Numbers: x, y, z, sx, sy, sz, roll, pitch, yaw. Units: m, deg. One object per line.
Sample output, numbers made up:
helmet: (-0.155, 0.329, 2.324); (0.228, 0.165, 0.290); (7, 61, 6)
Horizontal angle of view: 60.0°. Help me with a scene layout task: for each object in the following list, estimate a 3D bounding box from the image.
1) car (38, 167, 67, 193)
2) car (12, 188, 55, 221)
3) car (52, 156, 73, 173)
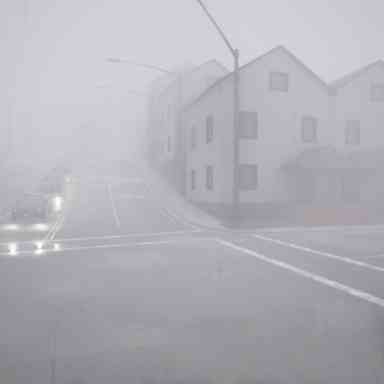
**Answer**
car: (-13.294, -0.972, 31.612); (1.837, 1.490, 4.892); (0, 14, -16)
car: (-10.576, 0.863, 22.172); (1.812, 1.442, 4.674); (0, 7, -16)
car: (-15.972, -3.496, 41.046); (2.097, 1.767, 4.553); (0, 13, -16)
